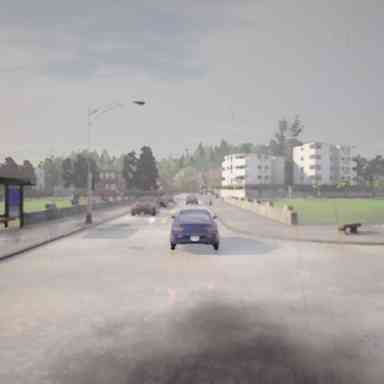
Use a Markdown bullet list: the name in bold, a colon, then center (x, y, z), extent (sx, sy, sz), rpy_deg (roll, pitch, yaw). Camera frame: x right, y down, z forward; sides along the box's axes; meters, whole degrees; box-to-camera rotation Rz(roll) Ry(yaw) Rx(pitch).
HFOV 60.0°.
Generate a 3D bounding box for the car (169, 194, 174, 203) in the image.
- **car**: center (-4.025, 1.129, 56.540), extent (1.837, 1.490, 4.892), rpy_deg (0, 0, 0)

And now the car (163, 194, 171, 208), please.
- **car**: center (-4.077, 1.324, 41.596), extent (1.895, 1.301, 4.718), rpy_deg (0, 0, 0)

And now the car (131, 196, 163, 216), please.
- **car**: center (-4.090, 1.154, 29.669), extent (2.097, 1.767, 4.553), rpy_deg (0, 0, 0)

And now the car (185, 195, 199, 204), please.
- **car**: center (-0.002, 1.214, 50.095), extent (2.033, 1.411, 5.357), rpy_deg (0, 0, 0)

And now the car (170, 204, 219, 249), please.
- **car**: center (0.100, 1.433, 13.880), extent (1.812, 1.442, 4.674), rpy_deg (0, 0, 0)
